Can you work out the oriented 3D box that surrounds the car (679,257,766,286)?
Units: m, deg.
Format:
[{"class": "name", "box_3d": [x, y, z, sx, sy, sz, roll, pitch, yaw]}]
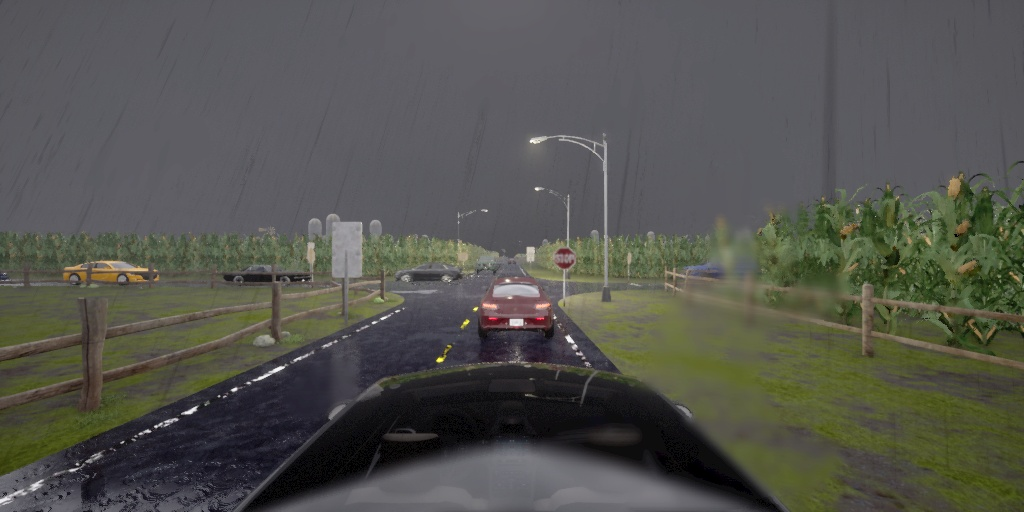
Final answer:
[{"class": "car", "box_3d": [15.125, 1.087, 25.844, 5.566, 2.045, 2.150, 0, -1, 1]}]

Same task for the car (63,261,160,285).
[{"class": "car", "box_3d": [-25.913, 1.072, 23.311, 5.008, 1.535, 1.882, 0, -1, 1]}]

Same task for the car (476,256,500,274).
[{"class": "car", "box_3d": [-2.839, 0.961, 41.138, 2.150, 2.045, 5.566, 0, 0, 0]}]

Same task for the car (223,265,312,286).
[{"class": "car", "box_3d": [-15.684, 1.251, 23.208, 4.718, 1.301, 1.895, 0, -1, 1]}]

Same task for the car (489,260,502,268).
[{"class": "car", "box_3d": [-2.819, 1.325, 61.502, 1.895, 1.301, 4.718, 0, 0, 0]}]

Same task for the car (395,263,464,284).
[{"class": "car", "box_3d": [-5.970, 1.239, 26.049, 4.892, 1.490, 1.837, 0, 0, 1]}]

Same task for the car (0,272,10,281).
[{"class": "car", "box_3d": [-36.533, 1.088, 23.426, 5.357, 1.411, 2.033, 0, -1, 1]}]

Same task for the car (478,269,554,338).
[{"class": "car", "box_3d": [0.099, 1.276, 10.112, 1.812, 1.442, 4.674, 0, 0, 0]}]
